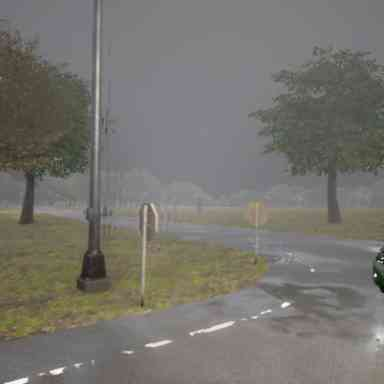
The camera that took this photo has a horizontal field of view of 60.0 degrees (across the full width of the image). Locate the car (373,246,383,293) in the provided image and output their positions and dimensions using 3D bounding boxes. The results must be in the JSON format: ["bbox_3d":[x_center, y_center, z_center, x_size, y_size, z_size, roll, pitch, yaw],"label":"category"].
[{"bbox_3d":[7.098,1.633,8.788,5.566,2.045,2.150,1,-2,-34],"label":"car"}]

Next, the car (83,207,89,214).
[{"bbox_3d":[-18.167,3.372,60.035,1.994,1.385,4.181,3,-2,-33],"label":"car"}]

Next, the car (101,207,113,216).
[{"bbox_3d":[-14.731,3.254,54.890,2.033,1.411,5.357,3,-2,-34],"label":"car"}]
